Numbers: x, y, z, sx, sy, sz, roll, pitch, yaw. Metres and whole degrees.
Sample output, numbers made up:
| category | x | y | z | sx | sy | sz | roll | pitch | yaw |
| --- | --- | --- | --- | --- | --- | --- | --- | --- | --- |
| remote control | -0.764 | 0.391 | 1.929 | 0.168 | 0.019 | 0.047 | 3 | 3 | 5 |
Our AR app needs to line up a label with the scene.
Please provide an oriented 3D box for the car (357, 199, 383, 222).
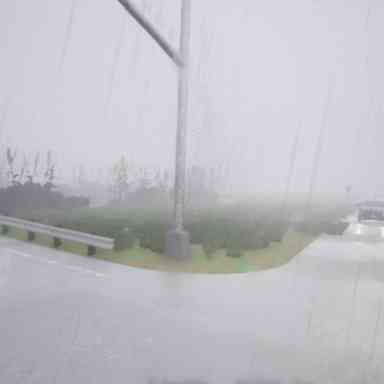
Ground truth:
| category | x | y | z | sx | sy | sz | roll | pitch | yaw |
| --- | --- | --- | --- | --- | --- | --- | --- | --- | --- |
| car | 12.892 | 1.274 | 23.597 | 1.882 | 1.535 | 5.008 | 3 | 2 | 29 |
